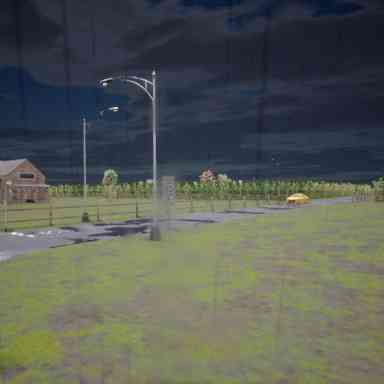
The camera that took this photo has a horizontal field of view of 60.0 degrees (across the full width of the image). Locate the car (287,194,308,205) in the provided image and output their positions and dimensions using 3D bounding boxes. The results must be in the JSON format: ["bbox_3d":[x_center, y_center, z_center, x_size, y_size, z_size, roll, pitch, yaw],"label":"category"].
[{"bbox_3d":[15.551,1.035,49.002,1.882,1.535,5.008,0,0,37],"label":"car"}]
